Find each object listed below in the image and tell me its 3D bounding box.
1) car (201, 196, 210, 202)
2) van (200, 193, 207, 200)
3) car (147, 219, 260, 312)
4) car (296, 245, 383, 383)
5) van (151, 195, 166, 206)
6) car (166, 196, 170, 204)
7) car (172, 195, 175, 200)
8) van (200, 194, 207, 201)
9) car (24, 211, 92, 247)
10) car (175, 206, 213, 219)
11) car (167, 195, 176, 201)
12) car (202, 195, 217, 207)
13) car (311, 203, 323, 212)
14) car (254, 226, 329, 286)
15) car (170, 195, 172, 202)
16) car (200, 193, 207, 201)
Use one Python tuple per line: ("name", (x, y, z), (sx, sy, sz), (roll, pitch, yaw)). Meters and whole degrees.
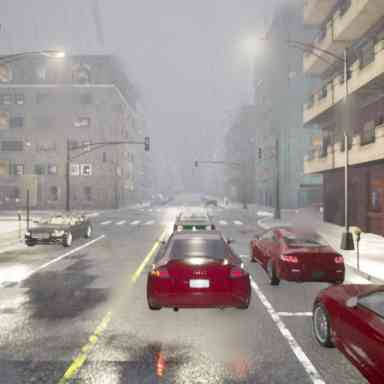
("car", (2.992, 1.560, 75.459), (1.802, 1.307, 4.206), (1, 0, 0))
("van", (3.100, 1.314, 92.470), (1.690, 1.788, 3.998), (1, 0, 0))
("car", (0.104, 1.563, 7.800), (1.994, 1.385, 4.181), (0, 0, -1))
("car", (2.667, 1.582, 3.408), (1.802, 1.307, 4.206), (1, 0, 0))
("van", (-5.598, 1.328, 52.861), (1.690, 1.788, 3.998), (1, 0, 0))
("car", (-5.492, 1.551, 58.523), (1.947, 1.339, 4.313), (1, 0, 0))
("car", (-5.387, 1.545, 75.536), (1.947, 1.339, 4.313), (1, 0, 0))
("van", (3.065, 1.316, 86.799), (1.690, 1.788, 3.998), (1, 0, 0))
("car", (-5.774, 1.548, 14.815), (2.008, 1.369, 4.403), (1, 0, 0))
("car", (0.098, 1.598, 16.617), (1.895, 1.301, 4.718), (0, 0, 0))
("car", (-5.318, 1.520, 86.876), (1.887, 1.381, 4.507), (1, 0, 0))
("car", (2.951, 1.538, 51.201), (2.008, 1.369, 4.403), (1, 0, 0))
("car", (15.538, 1.504, 36.977), (4.507, 1.381, 1.887), (0, -1, 1))
("car", (2.665, 1.581, 9.079), (1.802, 1.307, 4.206), (1, 0, 0))
("car", (-5.455, 1.423, 64.194), (1.967, 1.590, 4.097), (1, 0, 0))
("car", (2.958, 1.531, 69.789), (2.008, 1.369, 4.403), (1, 0, 0))
